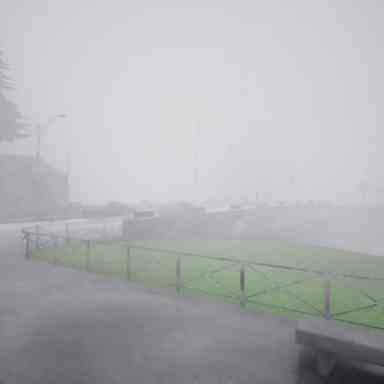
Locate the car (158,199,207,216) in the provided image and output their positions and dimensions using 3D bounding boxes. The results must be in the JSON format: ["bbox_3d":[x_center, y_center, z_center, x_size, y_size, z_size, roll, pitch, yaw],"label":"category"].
[{"bbox_3d":[-0.760,1.544,30.302,2.033,1.411,5.357,0,0,35],"label":"car"}]

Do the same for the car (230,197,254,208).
[{"bbox_3d":[7.410,1.489,48.915,2.128,1.511,4.902,0,0,36],"label":"car"}]

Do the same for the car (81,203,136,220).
[{"bbox_3d":[-7.123,1.597,28.598,1.895,1.301,4.718,0,0,35],"label":"car"}]

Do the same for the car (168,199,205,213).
[{"bbox_3d":[-0.506,1.522,37.872,1.812,1.442,4.674,0,0,36],"label":"car"}]
